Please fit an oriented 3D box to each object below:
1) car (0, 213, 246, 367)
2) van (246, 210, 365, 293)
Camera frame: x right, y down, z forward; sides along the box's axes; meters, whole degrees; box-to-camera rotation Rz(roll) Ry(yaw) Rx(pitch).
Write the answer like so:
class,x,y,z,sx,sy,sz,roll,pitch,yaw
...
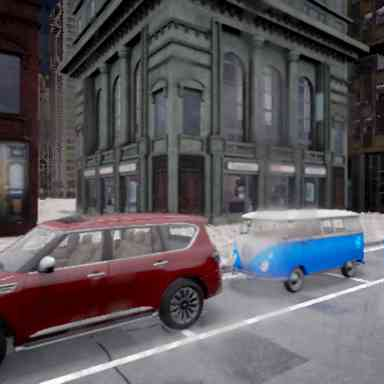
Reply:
class,x,y,z,sx,sy,sz,roll,pitch,yaw
car,-1.752,1.322,5.401,5.009,1.841,2.192,0,0,-35
van,2.837,1.372,8.673,3.998,1.788,1.690,0,0,-35
